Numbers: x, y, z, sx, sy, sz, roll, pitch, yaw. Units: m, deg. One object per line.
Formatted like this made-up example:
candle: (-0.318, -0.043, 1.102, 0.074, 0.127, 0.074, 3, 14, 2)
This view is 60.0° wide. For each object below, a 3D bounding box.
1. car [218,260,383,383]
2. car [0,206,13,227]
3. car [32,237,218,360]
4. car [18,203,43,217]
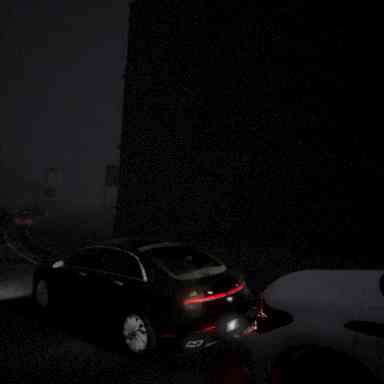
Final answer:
car: (3.195, 1.304, 2.740, 5.566, 2.045, 2.150, 0, -1, 35)
car: (-15.467, 1.850, 26.282, 1.882, 1.535, 5.008, 4, -2, -19)
car: (-1.246, 1.621, 6.248, 4.892, 1.490, 1.837, -1, -2, 42)
car: (-18.987, 2.085, 39.370, 2.128, 1.511, 4.902, 4, -2, -11)
